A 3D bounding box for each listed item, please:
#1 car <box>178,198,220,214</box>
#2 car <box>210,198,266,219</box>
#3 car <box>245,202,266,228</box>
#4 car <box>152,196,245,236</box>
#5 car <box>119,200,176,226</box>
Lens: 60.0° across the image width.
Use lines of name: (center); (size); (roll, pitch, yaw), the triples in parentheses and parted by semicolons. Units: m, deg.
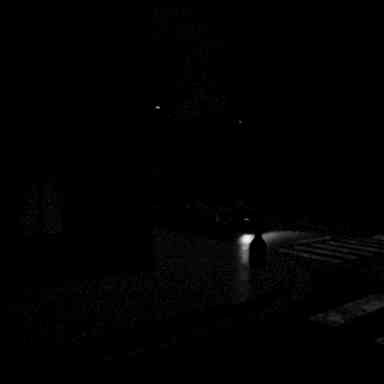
car: (0.585, 1.300, 31.900); (1.802, 1.307, 4.206); (1, 0, -36)
car: (3.706, 1.319, 27.602); (1.752, 1.417, 4.829); (1, 0, -36)
car: (2.255, 1.400, 19.765); (1.812, 1.442, 4.674); (0, 1, -36)
car: (0.127, 1.192, 18.027); (2.192, 1.841, 5.009); (1, 0, -36)
car: (-3.098, 1.341, 22.463); (1.887, 1.381, 4.507); (1, 0, -36)
